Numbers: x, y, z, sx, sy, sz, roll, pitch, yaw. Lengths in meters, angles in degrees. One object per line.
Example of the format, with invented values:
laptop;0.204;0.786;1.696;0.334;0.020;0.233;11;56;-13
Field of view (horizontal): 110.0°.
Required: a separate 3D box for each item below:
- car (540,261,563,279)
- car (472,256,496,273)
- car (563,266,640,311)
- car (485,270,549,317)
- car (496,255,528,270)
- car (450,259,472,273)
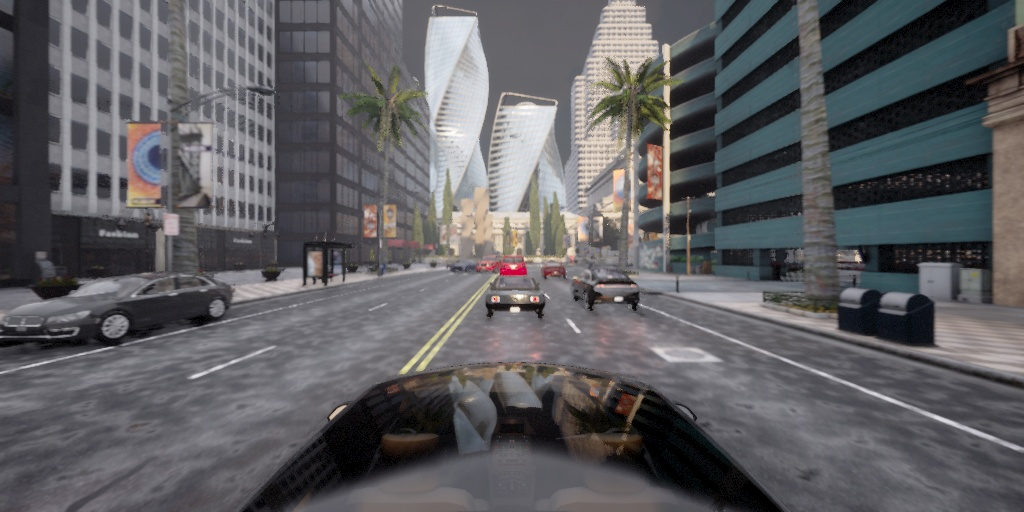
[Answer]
car;3.634;1.232;32.168;1.882;1.535;5.008;0;0;0
car;-2.614;0.980;42.630;2.150;2.045;5.566;0;0;11
car;3.602;1.243;14.524;2.128;1.511;4.902;0;0;0
car;0.102;1.352;13.149;1.895;1.301;4.718;0;0;0
car;0.111;0.975;29.704;2.150;2.045;5.566;0;0;0
car;-5.874;1.108;43.597;2.097;1.767;4.553;0;0;13
